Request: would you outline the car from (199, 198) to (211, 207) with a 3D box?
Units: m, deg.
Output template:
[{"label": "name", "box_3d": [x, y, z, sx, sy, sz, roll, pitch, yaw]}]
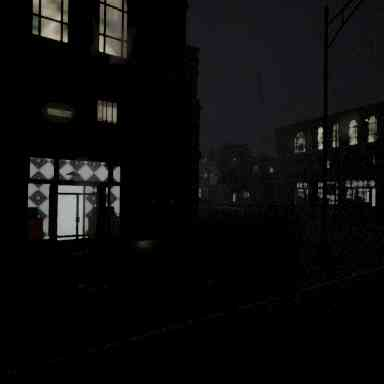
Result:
[{"label": "car", "box_3d": [1.376, 1.618, 52.117, 1.887, 1.381, 4.507, 1, -1, -27]}]

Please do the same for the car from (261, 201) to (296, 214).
[{"label": "car", "box_3d": [9.443, 1.622, 36.635, 2.008, 1.369, 4.403, 1, -1, -27]}]
